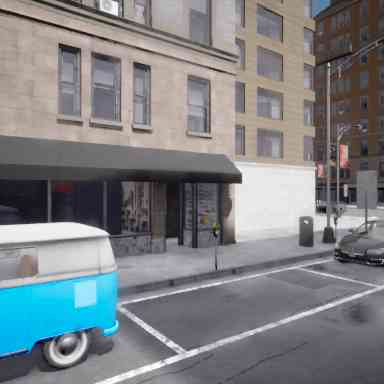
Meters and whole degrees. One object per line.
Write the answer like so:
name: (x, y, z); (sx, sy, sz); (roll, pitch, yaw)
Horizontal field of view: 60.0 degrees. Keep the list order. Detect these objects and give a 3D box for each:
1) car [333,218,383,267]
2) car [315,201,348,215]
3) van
car: (6.300, 1.550, 10.674); (4.403, 1.369, 2.008); (0, 0, -35)
car: (12.655, 1.512, 32.600); (1.895, 1.301, 4.718); (0, 0, -36)
van: (-2.923, 1.341, 4.105); (3.998, 1.788, 1.690); (0, 0, -35)
